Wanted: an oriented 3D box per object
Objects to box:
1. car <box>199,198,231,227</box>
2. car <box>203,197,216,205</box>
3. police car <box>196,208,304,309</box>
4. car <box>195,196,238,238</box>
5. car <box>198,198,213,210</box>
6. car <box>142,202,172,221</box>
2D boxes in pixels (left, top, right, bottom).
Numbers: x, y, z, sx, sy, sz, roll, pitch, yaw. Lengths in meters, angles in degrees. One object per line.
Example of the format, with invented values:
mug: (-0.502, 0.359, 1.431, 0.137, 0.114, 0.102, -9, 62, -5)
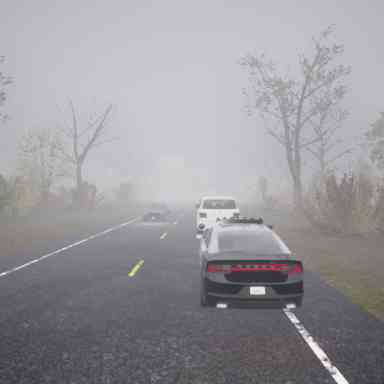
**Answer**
car: (1.584, 1.365, 23.870, 2.097, 1.767, 4.553, 0, 0, 2)
car: (3.382, 1.707, 63.426, 2.033, 1.411, 5.357, 0, 0, 6)
police car: (1.127, 1.428, 8.088, 1.930, 1.638, 5.238, 0, 0, 1)
car: (1.367, 1.232, 17.961, 2.150, 2.045, 5.566, 0, 0, 2)
car: (1.931, 1.582, 46.345, 1.837, 1.490, 4.892, 0, 0, 5)
car: (-2.774, 1.567, 27.589, 2.033, 1.411, 5.357, 0, 0, 3)
